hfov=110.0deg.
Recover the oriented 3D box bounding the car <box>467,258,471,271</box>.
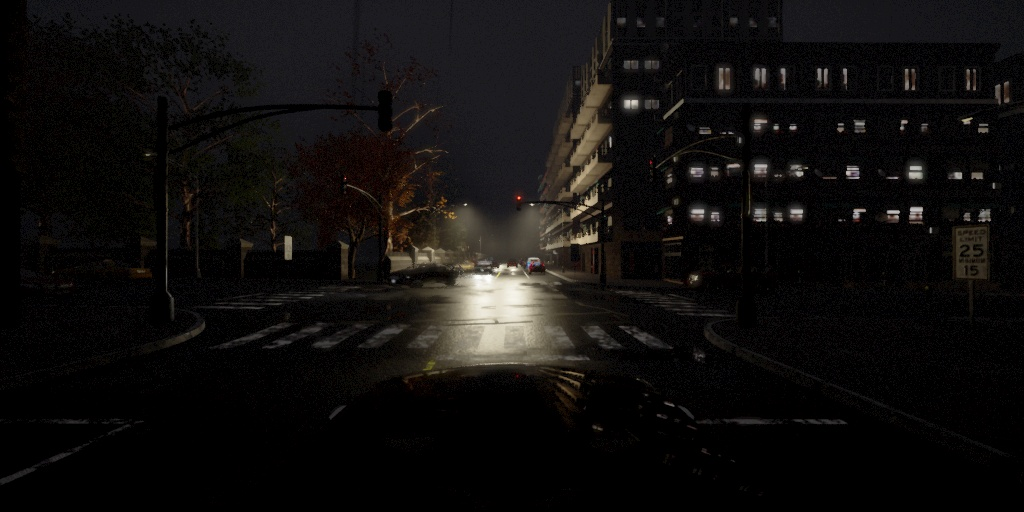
[{"bbox_3d":[-5.641,1.297,45.395,1.751,1.417,4.829,0,0,0],"label":"car"}]

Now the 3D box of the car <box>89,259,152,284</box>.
[{"bbox_3d":[-24.721,0.881,21.620,4.829,1.417,1.751,0,0,0],"label":"car"}]

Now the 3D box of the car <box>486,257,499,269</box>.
[{"bbox_3d":[-3.023,1.349,56.829,1.994,1.385,4.181,0,0,0],"label":"car"}]

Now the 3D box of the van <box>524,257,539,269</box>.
[{"bbox_3d":[2.740,1.113,45.555,1.690,1.789,3.998,0,0,0],"label":"van"}]

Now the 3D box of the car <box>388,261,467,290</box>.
[{"bbox_3d":[-5.432,1.224,22.471,2.128,1.511,4.902,2,0,32],"label":"car"}]

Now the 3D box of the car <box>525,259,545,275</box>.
[{"bbox_3d":[2.733,1.312,39.925,1.888,1.381,4.507,0,0,0],"label":"car"}]

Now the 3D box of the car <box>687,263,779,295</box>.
[{"bbox_3d":[13.472,1.352,21.942,5.009,1.841,2.192,0,0,0],"label":"car"}]

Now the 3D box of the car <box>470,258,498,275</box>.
[{"bbox_3d":[-3.058,1.259,39.935,2.128,1.511,4.902,0,0,0],"label":"car"}]

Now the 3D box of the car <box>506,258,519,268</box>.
[{"bbox_3d":[0.067,1.300,62.598,1.837,1.490,4.892,0,0,0],"label":"car"}]

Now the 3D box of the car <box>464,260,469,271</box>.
[{"bbox_3d":[-5.654,1.328,34.304,1.948,1.339,4.313,0,0,0],"label":"car"}]

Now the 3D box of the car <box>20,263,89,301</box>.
[{"bbox_3d":[-18.949,1.006,13.288,4.207,1.307,1.802,0,0,0],"label":"car"}]

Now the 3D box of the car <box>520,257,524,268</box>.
[{"bbox_3d":[2.752,1.226,56.815,1.967,1.591,4.097,0,0,0],"label":"car"}]
